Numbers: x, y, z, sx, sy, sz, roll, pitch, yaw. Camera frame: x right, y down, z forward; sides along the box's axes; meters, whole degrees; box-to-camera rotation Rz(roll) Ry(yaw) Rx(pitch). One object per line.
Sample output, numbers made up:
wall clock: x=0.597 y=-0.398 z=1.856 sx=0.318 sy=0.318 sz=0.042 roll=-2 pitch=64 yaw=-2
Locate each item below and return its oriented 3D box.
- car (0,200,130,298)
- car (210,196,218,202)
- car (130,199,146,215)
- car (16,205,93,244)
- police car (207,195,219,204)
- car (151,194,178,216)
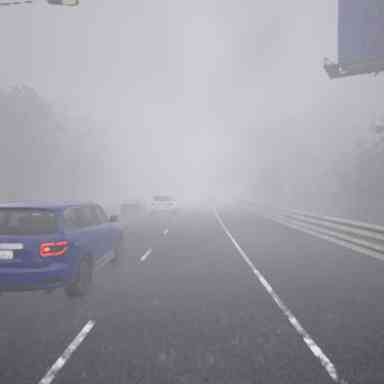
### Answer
car: x=-3.334 y=1.225 z=8.672 sx=2.150 sy=2.045 sz=5.566 roll=0 pitch=0 yaw=1
car: x=5.420 y=1.645 z=81.427 sx=1.837 sy=1.490 sz=4.892 roll=0 pitch=0 yaw=6
car: x=-6.069 y=1.509 z=34.838 sx=1.882 sy=1.535 sz=5.008 roll=0 pitch=0 yaw=3
car: x=-6.684 y=1.513 z=16.851 sx=1.837 sy=1.490 sz=4.892 roll=0 pitch=0 yaw=1
police car: x=3.916 y=1.524 z=65.810 sx=1.930 sy=1.638 sz=5.238 roll=0 pitch=0 yaw=5
car: x=-2.661 y=1.252 z=32.828 sx=2.150 sy=2.045 sz=5.566 roll=0 pitch=0 yaw=2
